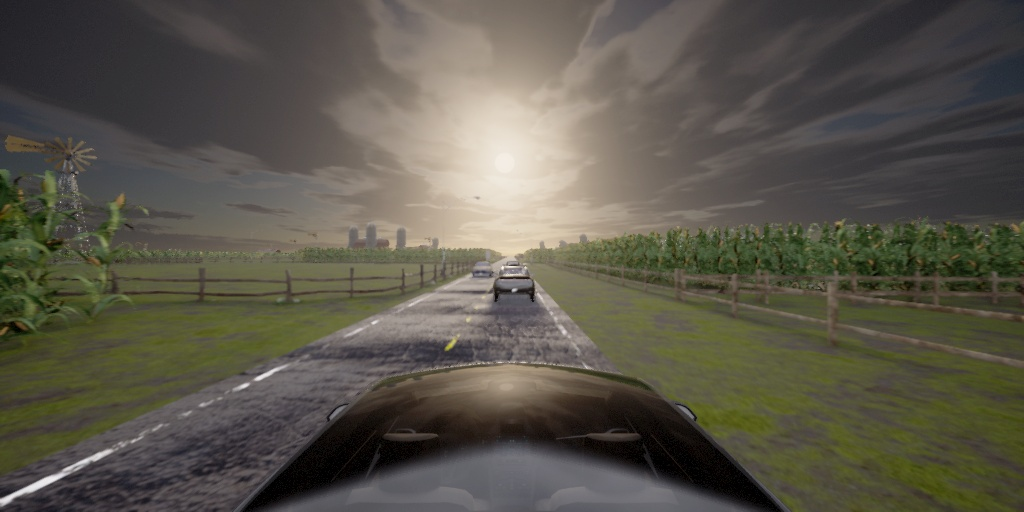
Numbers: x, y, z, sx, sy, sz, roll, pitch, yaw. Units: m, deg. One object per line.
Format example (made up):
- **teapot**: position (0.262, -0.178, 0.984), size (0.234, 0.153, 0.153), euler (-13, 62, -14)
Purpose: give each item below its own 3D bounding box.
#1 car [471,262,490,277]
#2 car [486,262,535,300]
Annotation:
- **car**: position (-2.840, 1.283, 35.407), size (2.033, 1.411, 5.357), euler (0, 0, 0)
- **car**: position (0.102, 1.238, 17.442), size (2.128, 1.511, 4.902), euler (0, 0, 0)
